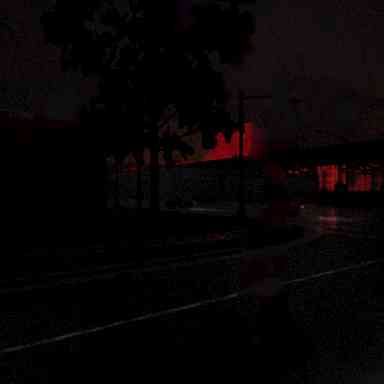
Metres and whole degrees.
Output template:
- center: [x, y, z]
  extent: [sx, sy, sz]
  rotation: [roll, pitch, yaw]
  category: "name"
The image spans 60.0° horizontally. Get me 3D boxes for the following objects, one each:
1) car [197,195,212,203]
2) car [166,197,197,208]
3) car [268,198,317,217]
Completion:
- center: [2.004, 1.355, 67.321]
  extent: [2.097, 1.767, 4.553]
  rotation: [0, 0, -34]
  category: "car"
- center: [-1.780, 1.600, 47.694]
  extent: [1.895, 1.301, 4.718]
  rotation: [0, 0, -34]
  category: "car"
- center: [9.305, 1.352, 31.061]
  extent: [2.097, 1.767, 4.553]
  rotation: [0, 0, -34]
  category: "car"
